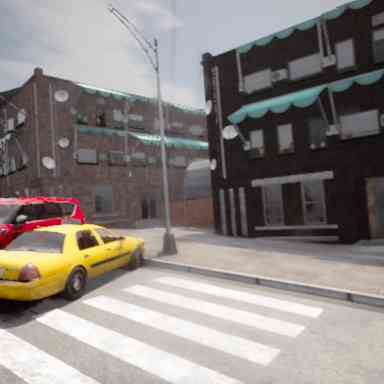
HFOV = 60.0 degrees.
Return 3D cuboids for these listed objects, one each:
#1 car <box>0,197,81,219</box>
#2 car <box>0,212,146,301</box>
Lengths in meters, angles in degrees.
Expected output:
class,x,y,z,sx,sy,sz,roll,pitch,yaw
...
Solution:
class,x,y,z,sx,sy,sz,roll,pitch,yaw
car,-5.384,1.191,9.925,2.435,2.045,5.566,1,0,15
car,-2.863,1.455,8.382,1.946,1.575,5.366,0,-1,15
